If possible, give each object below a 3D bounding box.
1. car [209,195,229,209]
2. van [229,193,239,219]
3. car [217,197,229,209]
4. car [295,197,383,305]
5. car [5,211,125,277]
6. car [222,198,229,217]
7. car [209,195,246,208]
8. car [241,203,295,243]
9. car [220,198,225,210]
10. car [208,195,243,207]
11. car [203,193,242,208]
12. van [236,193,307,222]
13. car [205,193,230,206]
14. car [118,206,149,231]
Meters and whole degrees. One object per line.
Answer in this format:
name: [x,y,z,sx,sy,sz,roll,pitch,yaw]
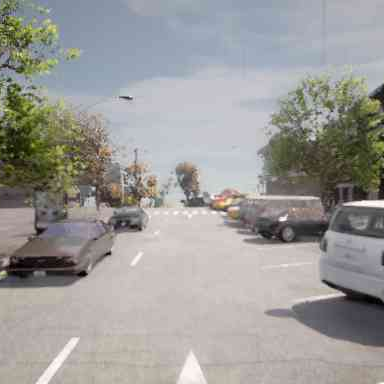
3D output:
car: [5.196,1.447,39.916,5.366,1.575,1.946,0,0,-21]
van: [5.032,1.218,21.674,4.442,1.987,1.878,0,0,-20]
car: [5.103,1.487,30.795,4.674,1.452,2.002,0,0,-20]
car: [5.200,1.191,6.616,5.566,2.045,2.435,0,0,-20]
car: [-3.734,1.578,10.667,2.033,1.411,5.357,0,0,-2]
car: [5.307,1.443,24.807,5.366,1.575,1.946,0,0,-20]
car: [4.895,1.324,45.914,4.553,1.767,2.185,1,-1,-21]
car: [5.147,1.445,15.669,4.892,1.521,2.231,0,0,-20]
car: [5.129,1.486,27.767,4.674,1.452,2.002,0,0,-20]
car: [4.886,1.363,48.938,4.553,1.767,2.185,1,-3,-22]
car: [4.771,1.357,51.890,5.566,2.045,2.435,2,-5,-21]
van: [5.041,1.218,18.646,4.442,1.987,1.878,0,0,-20]
car: [4.956,1.198,42.863,5.566,2.045,2.435,0,0,-21]
car: [-3.850,1.596,20.661,1.994,1.385,4.181,0,0,-1]
